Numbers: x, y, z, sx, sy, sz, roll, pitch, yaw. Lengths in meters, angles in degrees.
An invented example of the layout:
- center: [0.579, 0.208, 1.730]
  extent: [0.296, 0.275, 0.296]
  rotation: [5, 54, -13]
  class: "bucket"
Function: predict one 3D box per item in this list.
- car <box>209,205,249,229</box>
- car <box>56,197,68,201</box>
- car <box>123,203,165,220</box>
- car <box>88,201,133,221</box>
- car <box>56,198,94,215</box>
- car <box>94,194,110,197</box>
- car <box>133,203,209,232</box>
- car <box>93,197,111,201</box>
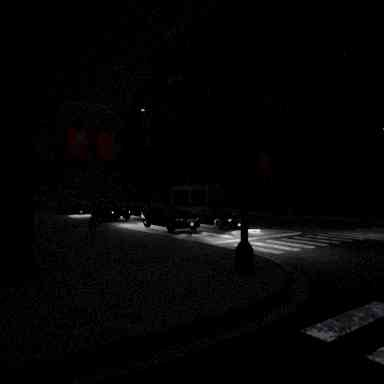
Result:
- center: [1.412, 1.608, 22.303]
  extent: [2.033, 1.411, 5.357]
  rotation: [0, 0, -33]
  class: "car"
- center: [-25.181, 1.745, 65.148]
  extent: [2.128, 1.511, 4.902]
  rotation: [0, 0, -36]
  class: "car"
- center: [-4.479, 1.701, 30.437]
  extent: [1.895, 1.301, 4.718]
  rotation: [0, 0, -36]
  class: "car"
- center: [-6.873, 1.693, 28.204]
  extent: [1.895, 1.301, 4.718]
  rotation: [0, 0, -36]
  class: "car"
- center: [-13.049, 1.680, 36.818]
  extent: [2.033, 1.411, 5.357]
  rotation: [0, 0, -35]
  class: "car"
- center: [-15.908, 1.442, 57.820]
  extent: [2.150, 2.045, 5.566]
  rotation: [0, 0, -36]
  class: "car"
- center: [-1.429, 1.547, 20.627]
  extent: [2.128, 1.511, 4.902]
  rotation: [0, 0, -36]
  class: "car"
- center: [-10.548, 1.631, 38.906]
  extent: [2.128, 1.511, 4.902]
  rotation: [0, 0, -36]
  class: "car"
